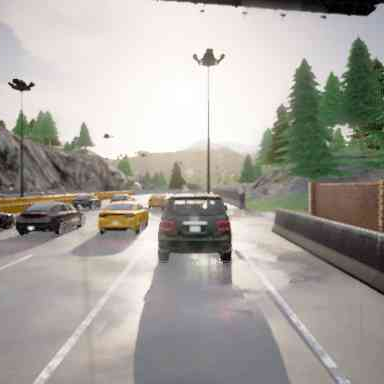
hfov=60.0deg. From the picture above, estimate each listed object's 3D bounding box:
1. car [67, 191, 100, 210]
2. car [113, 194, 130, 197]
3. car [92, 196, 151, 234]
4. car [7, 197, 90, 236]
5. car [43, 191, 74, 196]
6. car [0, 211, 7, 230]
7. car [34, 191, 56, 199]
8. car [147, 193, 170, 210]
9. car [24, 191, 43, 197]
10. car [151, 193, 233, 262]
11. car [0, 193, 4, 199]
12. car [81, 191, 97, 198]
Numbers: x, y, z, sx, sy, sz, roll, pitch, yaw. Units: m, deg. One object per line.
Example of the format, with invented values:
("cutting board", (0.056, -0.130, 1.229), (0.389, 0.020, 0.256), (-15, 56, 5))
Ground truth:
("car", (-10.420, 0.990, 33.196), (1.837, 1.490, 4.892), (0, 1, 0))
("car", (-6.920, 0.990, 33.168), (1.837, 1.490, 4.892), (0, 1, 0))
("car", (-3.410, 1.208, 17.287), (1.882, 1.535, 5.008), (0, 1, 0))
("car", (-6.909, 1.246, 16.692), (1.837, 1.490, 4.892), (0, 1, 0))
("car", (-21.181, 0.671, 52.893), (2.128, 1.511, 4.902), (0, 1, 0))
("car", (-10.410, 1.315, 15.936), (1.994, 1.385, 4.181), (0, 1, 0))
("car", (-28.269, 0.546, 64.222), (2.033, 1.411, 5.357), (0, 1, -1))
("car", (-3.420, 0.940, 34.662), (1.882, 1.535, 5.008), (0, 1, 0))
("car", (-24.676, 0.690, 52.468), (1.837, 1.490, 4.892), (0, 2, 0))
("car", (0.088, 1.040, 11.470), (2.150, 2.045, 5.566), (0, 1, 0))
("car", (-28.140, 0.785, 46.248), (1.837, 1.490, 4.892), (0, 2, 0))
("car", (-21.324, 0.509, 69.160), (1.895, 1.301, 4.718), (0, 1, -1))
